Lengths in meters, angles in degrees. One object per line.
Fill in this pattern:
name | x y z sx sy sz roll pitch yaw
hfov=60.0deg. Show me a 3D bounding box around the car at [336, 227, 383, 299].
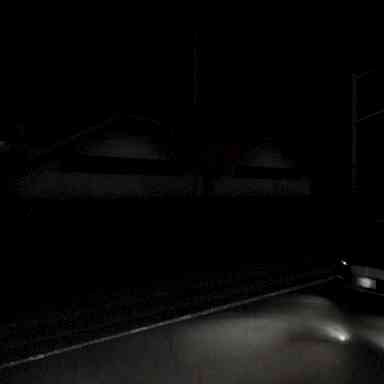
car | 5.350 1.489 7.875 4.902 1.511 2.128 0 0 -36
